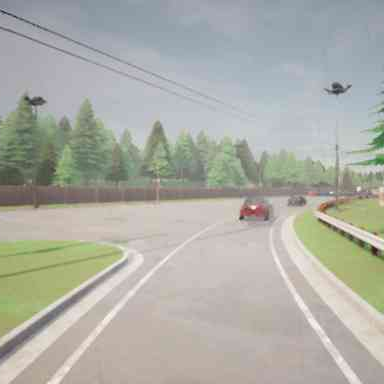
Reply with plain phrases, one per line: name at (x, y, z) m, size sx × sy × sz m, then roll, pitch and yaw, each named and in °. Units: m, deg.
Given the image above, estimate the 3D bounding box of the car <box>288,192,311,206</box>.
car at (14.459, 1.141, 45.605) m, size 2.128 × 1.511 × 4.902 m, roll 0°, pitch 1°, yaw 28°

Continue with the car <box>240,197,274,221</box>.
car at (5.053, 1.146, 25.603) m, size 2.097 × 1.767 × 4.553 m, roll 0°, pitch 1°, yaw 19°
